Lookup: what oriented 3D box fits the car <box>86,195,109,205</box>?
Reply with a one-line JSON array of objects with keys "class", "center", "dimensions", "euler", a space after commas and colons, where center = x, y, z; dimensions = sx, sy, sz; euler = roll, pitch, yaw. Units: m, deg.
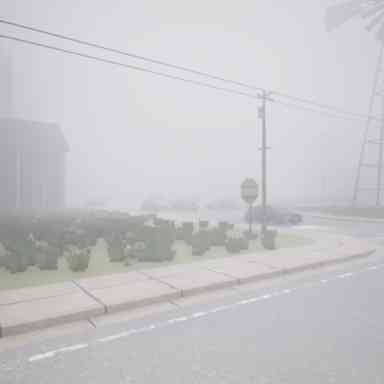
[{"class": "car", "center": [-14.970, 1.608, 51.623], "dimensions": [1.994, 1.385, 4.181], "euler": [0, 0, -37]}]

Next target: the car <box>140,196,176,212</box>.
[{"class": "car", "center": [-4.112, 1.525, 36.810], "dimensions": [1.812, 1.442, 4.674], "euler": [0, 0, -37]}]

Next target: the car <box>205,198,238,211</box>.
[{"class": "car", "center": [3.571, 1.505, 40.134], "dimensions": [4.193, 1.474, 1.816], "euler": [0, 0, -36]}]

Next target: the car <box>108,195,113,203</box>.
[{"class": "car", "center": [-19.135, 1.480, 70.220], "dimensions": [4.611, 1.667, 2.242], "euler": [0, 0, -36]}]

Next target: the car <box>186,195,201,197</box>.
[{"class": "car", "center": [-0.163, 1.309, 66.730], "dimensions": [4.605, 1.855, 1.932], "euler": [0, 0, -36]}]

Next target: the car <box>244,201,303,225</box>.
[{"class": "car", "center": [5.687, 1.563, 23.545], "dimensions": [1.994, 1.385, 4.181], "euler": [0, 0, -37]}]

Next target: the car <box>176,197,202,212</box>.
[{"class": "car", "center": [-1.118, 1.563, 38.959], "dimensions": [1.994, 1.385, 4.181], "euler": [0, 0, -37]}]

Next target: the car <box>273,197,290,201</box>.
[{"class": "car", "center": [13.251, 1.520, 48.691], "dimensions": [3.905, 1.438, 1.784], "euler": [0, 0, -36]}]

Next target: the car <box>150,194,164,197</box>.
[{"class": "car", "center": [-4.846, 1.313, 50.681], "dimensions": [3.866, 1.878, 1.905], "euler": [0, 0, -36]}]
